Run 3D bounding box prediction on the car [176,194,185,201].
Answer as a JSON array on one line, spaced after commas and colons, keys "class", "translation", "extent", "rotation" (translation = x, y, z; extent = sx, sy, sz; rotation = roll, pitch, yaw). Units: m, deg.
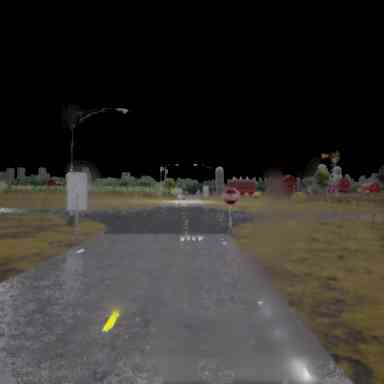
[{"class": "car", "translation": [-2.518, 1.204, 72.730], "extent": [1.837, 1.490, 4.892], "rotation": [0, 0, 0]}]
